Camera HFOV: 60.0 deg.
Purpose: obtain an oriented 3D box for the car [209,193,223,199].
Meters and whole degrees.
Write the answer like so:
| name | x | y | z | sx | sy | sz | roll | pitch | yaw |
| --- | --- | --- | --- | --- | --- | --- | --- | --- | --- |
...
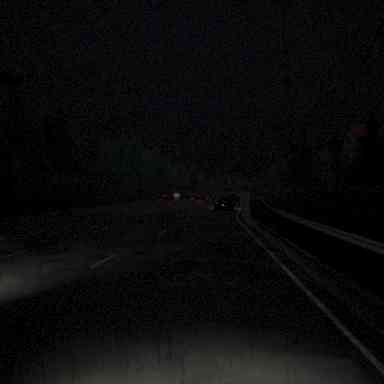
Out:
| name | x | y | z | sx | sy | sz | roll | pitch | yaw |
| --- | --- | --- | --- | --- | --- | --- | --- | --- | --- |
| car | 5.351 | 1.078 | 68.855 | 1.994 | 1.385 | 4.181 | 0 | 0 | 10 |

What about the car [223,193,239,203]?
| name | x | y | z | sx | sy | sz | roll | pitch | yaw |
| --- | --- | --- | --- | --- | --- | --- | --- | --- | --- |
| car | 7.056 | 0.963 | 57.406 | 2.097 | 1.767 | 4.553 | 0 | 0 | 10 |

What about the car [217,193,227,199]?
| name | x | y | z | sx | sy | sz | roll | pitch | yaw |
| --- | --- | --- | --- | --- | --- | --- | --- | --- | --- |
| car | 7.034 | 0.851 | 78.748 | 1.994 | 1.385 | 4.181 | 0 | 0 | 10 |

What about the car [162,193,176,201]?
| name | x | y | z | sx | sy | sz | roll | pitch | yaw |
| --- | --- | --- | --- | --- | --- | --- | --- | --- | --- |
| car | -5.064 | 1.011 | 70.236 | 1.837 | 1.490 | 4.892 | 0 | 0 | 10 |

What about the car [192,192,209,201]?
| name | x | y | z | sx | sy | sz | roll | pitch | yaw |
| --- | --- | --- | --- | --- | --- | --- | --- | --- | --- |
| car | 1.837 | 1.022 | 69.063 | 1.837 | 1.490 | 4.892 | 0 | 0 | 10 |

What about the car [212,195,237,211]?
| name | x | y | z | sx | sy | sz | roll | pitch | yaw |
| --- | --- | --- | --- | --- | --- | --- | --- | --- | --- |
| car | 3.617 | 1.312 | 37.035 | 1.994 | 1.385 | 4.181 | 0 | 0 | 9 |

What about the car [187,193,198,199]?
| name | x | y | z | sx | sy | sz | roll | pitch | yaw |
| --- | --- | --- | --- | --- | --- | --- | --- | --- | --- |
| car | 0.138 | 0.883 | 79.951 | 1.895 | 1.301 | 4.718 | 0 | 0 | 10 |

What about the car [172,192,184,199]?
| name | x | y | z | sx | sy | sz | roll | pitch | yaw |
| --- | --- | --- | --- | --- | --- | --- | --- | --- | --- |
| car | -3.318 | 0.807 | 80.508 | 1.812 | 1.442 | 4.674 | 0 | 0 | 10 |

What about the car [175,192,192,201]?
| name | x | y | z | sx | sy | sz | roll | pitch | yaw |
| --- | --- | --- | --- | --- | --- | --- | --- | --- | --- |
| car | -1.544 | 1.067 | 70.061 | 1.994 | 1.385 | 4.181 | 0 | 0 | 10 |
